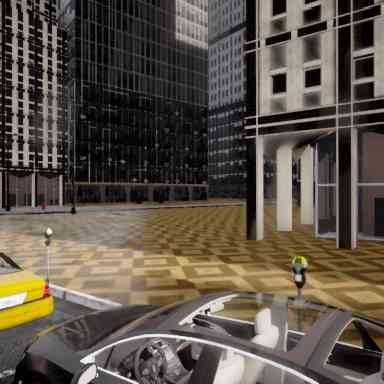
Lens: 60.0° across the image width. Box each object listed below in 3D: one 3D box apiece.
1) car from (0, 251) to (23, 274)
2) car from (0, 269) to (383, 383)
[{"bbox_3d":[-4.480,1.525,6.079,4.829,1.417,1.752,0,0,36],"label":"car"},{"bbox_3d":[0.273,1.551,2.683,4.403,1.369,2.008,0,0,36],"label":"car"}]
